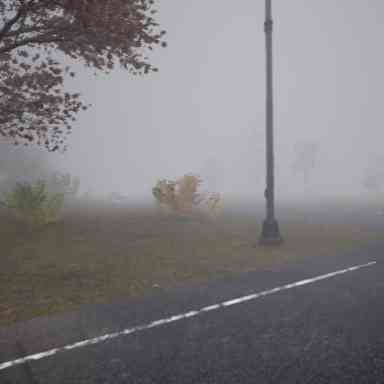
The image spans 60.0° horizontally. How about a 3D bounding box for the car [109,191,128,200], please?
[{"bbox_3d":[-12.590,0.623,56.465,1.812,1.442,4.674,-2,2,-35],"label":"car"}]
